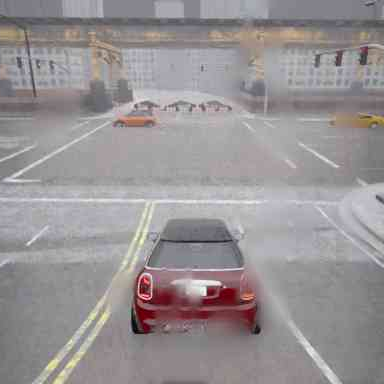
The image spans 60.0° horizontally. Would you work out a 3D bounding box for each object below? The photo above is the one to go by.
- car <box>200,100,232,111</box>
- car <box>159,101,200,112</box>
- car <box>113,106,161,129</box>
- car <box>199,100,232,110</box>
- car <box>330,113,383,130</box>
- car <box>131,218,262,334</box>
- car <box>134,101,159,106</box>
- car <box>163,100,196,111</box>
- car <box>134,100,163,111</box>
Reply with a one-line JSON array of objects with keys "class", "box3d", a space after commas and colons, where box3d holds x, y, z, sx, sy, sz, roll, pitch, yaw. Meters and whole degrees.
[{"class": "car", "box3d": [3.533, -12.865, 49.732, 4.974, 1.542, 2.038, 11, 22, 28]}, {"class": "car", "box3d": [-1.849, -12.644, 49.098, 4.974, 1.542, 2.038, -13, 23, -33]}, {"class": "car", "box3d": [-5.823, -7.539, 34.186, 4.553, 1.767, 2.097, 0, 19, 1]}, {"class": "car", "box3d": [3.488, -13.022, 49.704, 4.536, 1.218, 1.853, 11, 22, 28]}, {"class": "car", "box3d": [16.658, -7.252, 33.764, 5.008, 1.535, 1.882, 0, 19, 1]}, {"class": "car", "box3d": [0.081, 1.344, 7.142, 2.097, 1.767, 4.553, 0, 5, 0]}, {"class": "car", "box3d": [-6.457, -12.675, 49.183, 4.974, 1.542, 2.038, 18, 26, 42]}, {"class": "car", "box3d": [-1.807, -12.803, 49.075, 4.536, 1.218, 1.853, -13, 23, -33]}, {"class": "car", "box3d": [-6.494, -12.836, 49.165, 4.536, 1.218, 1.853, 18, 26, 42]}]
